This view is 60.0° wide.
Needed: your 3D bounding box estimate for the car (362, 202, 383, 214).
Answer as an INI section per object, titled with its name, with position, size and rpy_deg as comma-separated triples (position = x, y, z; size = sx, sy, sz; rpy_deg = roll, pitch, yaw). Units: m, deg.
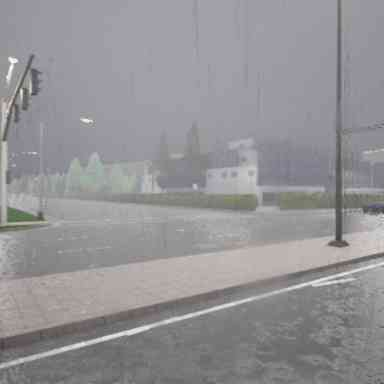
[car]
position = 21.309, 1.750, 37.667
size = 4.718, 1.301, 1.895
rpy_deg = 0, 0, -34
